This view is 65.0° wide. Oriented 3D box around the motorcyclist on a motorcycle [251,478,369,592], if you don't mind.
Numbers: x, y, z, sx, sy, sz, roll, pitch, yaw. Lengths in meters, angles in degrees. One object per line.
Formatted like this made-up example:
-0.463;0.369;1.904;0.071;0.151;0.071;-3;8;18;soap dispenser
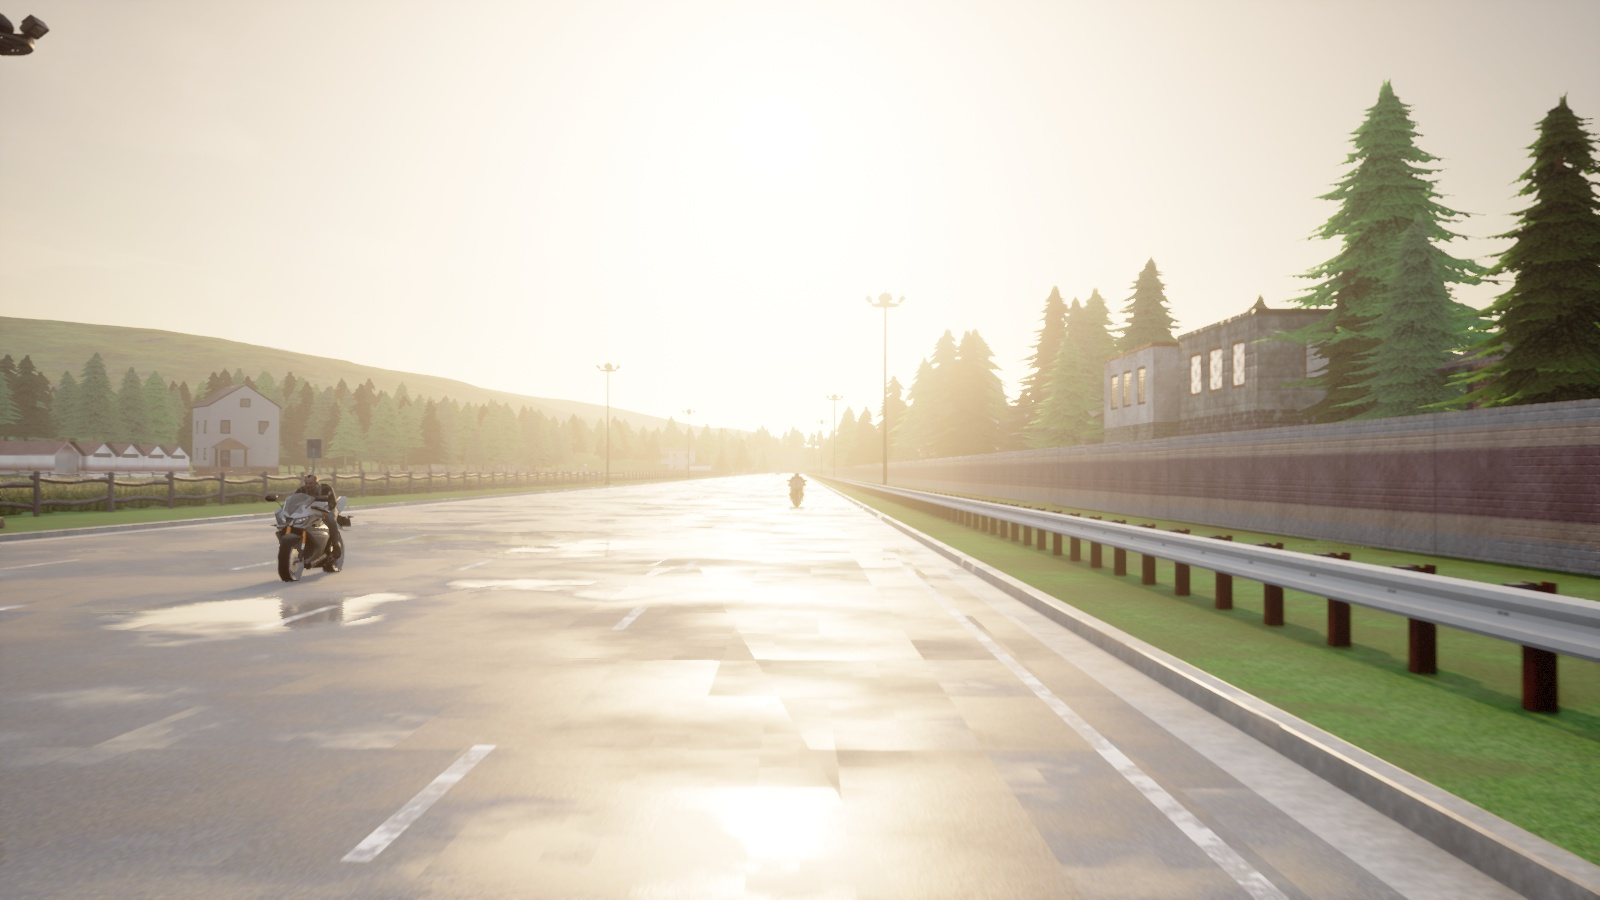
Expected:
-7.042;1.180;18.181;0.866;1.530;2.191;0;-1;0;motorcyclist on a motorcycle

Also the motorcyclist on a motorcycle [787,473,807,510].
-0.125;1.741;53.613;0.866;1.530;2.191;0;-1;0;motorcyclist on a motorcycle
